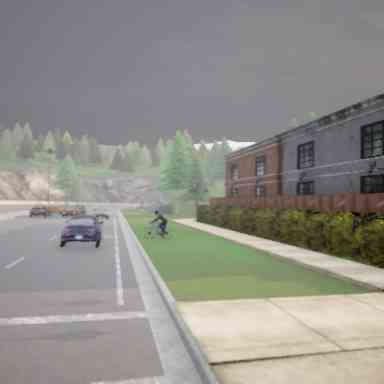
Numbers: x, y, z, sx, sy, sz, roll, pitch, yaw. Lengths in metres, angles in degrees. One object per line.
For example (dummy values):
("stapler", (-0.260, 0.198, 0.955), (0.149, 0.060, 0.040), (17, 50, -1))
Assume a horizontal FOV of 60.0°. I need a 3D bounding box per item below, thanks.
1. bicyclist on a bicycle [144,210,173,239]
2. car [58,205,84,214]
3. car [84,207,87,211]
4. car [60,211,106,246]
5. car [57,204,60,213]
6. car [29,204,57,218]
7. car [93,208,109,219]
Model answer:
("bicyclist on a bicycle", (-1.896, 1.857, 18.820), (1.656, 1.620, 0.582), (2, -2, -13))
("car", (-14.954, 2.536, 41.355), (1.895, 1.301, 4.718), (2, -2, -13))
("car", (-17.328, 2.730, 51.154), (2.033, 1.411, 5.357), (2, -2, -13))
("car", (-5.662, 1.942, 17.385), (1.812, 1.442, 4.674), (2, -2, -13))
("car", (-20.731, 2.549, 50.353), (1.882, 1.535, 5.008), (2, -2, -13))
("car", (-18.321, 2.312, 40.405), (2.128, 1.511, 4.902), (2, -2, -13))
("car", (-11.214, 2.617, 40.941), (1.895, 1.301, 4.718), (2, -2, -13))
